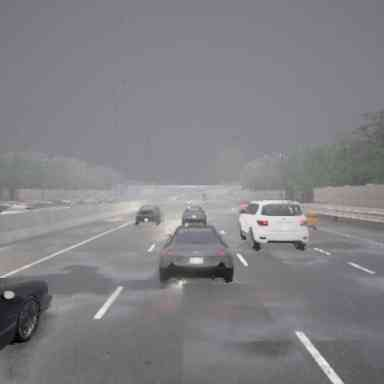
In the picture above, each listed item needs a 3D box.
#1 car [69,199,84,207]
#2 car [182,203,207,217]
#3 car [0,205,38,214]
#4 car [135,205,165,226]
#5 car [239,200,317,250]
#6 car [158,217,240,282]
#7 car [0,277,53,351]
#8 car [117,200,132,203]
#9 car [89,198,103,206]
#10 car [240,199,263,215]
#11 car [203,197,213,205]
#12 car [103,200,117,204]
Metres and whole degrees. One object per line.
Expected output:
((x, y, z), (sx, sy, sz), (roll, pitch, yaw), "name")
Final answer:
((-23.998, 2.284, 69.374), (2.128, 1.511, 4.902), (0, -1, 1), "car")
((0.183, 1.878, 27.250), (1.994, 1.385, 4.181), (0, -1, 0), "car")
((-14.013, 1.834, 26.937), (1.812, 1.442, 4.674), (0, -1, 0), "car")
((-3.321, 1.811, 26.619), (1.837, 1.490, 4.892), (0, -1, 0), "car")
((3.526, 1.395, 15.288), (2.150, 2.045, 5.566), (0, -1, 0), "car")
((0.114, 1.678, 10.167), (1.994, 1.385, 4.181), (0, -1, 0), "car")
((-3.398, 1.586, 3.468), (2.033, 1.411, 5.357), (0, -1, 0), "car")
((-13.500, 2.355, 69.184), (1.895, 1.301, 4.718), (0, -1, 1), "car")
((-20.472, 2.128, 71.164), (2.097, 1.767, 4.553), (0, -1, 1), "car")
((7.285, 1.829, 41.315), (2.097, 1.767, 4.553), (0, -1, 1), "car")
((4.227, 2.535, 83.449), (1.895, 1.301, 4.718), (0, -1, 1), "car")
((-16.973, 2.368, 71.048), (1.895, 1.301, 4.718), (0, -1, 1), "car")
